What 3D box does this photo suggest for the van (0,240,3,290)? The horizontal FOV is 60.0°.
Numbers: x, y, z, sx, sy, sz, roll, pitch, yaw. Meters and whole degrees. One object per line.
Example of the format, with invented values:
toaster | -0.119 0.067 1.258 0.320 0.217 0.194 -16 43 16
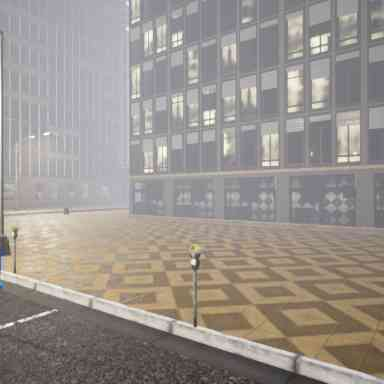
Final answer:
van | -5.636 1.337 7.009 3.998 1.788 1.690 0 0 36
